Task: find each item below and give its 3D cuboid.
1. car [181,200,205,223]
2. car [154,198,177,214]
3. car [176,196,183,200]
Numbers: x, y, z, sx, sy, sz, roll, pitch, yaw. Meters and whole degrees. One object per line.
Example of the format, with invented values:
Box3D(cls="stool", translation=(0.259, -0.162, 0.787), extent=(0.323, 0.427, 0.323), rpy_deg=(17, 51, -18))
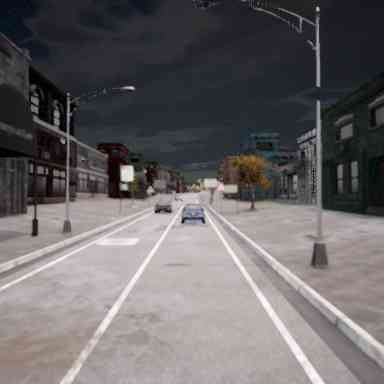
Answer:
Box3D(cls="car", translation=(0.106, 1.640, 26.648), extent=(2.033, 1.411, 5.357), rpy_deg=(0, 0, 0))
Box3D(cls="car", translation=(-3.096, 1.634, 37.007), extent=(2.033, 1.411, 5.357), rpy_deg=(0, 1, -1))
Box3D(cls="car", translation=(-2.997, 1.763, 78.355), extent=(1.812, 1.442, 4.674), rpy_deg=(0, -1, 0))
